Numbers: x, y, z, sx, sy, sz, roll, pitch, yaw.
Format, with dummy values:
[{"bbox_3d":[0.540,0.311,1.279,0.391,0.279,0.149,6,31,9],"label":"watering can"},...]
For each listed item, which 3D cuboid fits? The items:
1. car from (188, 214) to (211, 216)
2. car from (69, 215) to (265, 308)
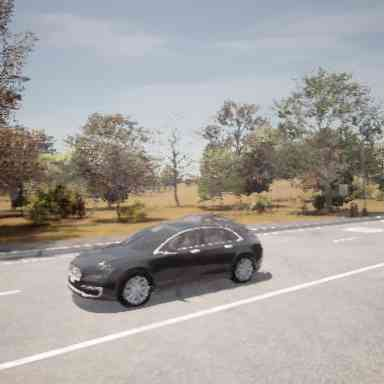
[{"bbox_3d":[0.266,1.543,12.733,4.181,1.385,1.994,0,0,-35],"label":"car"},{"bbox_3d":[-0.380,1.495,7.992,4.892,1.490,1.837,0,0,-35],"label":"car"}]
